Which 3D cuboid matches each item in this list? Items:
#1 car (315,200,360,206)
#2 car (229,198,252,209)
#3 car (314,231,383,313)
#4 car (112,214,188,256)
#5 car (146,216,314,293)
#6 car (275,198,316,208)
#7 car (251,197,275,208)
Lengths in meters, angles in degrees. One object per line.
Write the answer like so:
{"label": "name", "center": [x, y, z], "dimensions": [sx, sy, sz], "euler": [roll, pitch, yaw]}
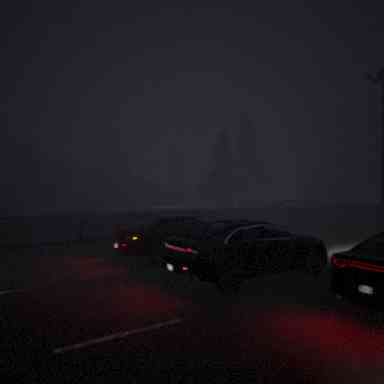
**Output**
{"label": "car", "center": [14.538, 1.552, 31.798], "dimensions": [4.718, 1.301, 1.895], "euler": [0, 0, -23]}
{"label": "car", "center": [6.801, 1.405, 39.772], "dimensions": [5.008, 1.535, 1.882], "euler": [0, 0, -25]}
{"label": "car", "center": [4.990, 1.468, 6.841], "dimensions": [5.008, 1.535, 1.882], "euler": [0, 0, -32]}
{"label": "car", "center": [-0.452, 1.501, 11.689], "dimensions": [4.674, 1.442, 1.812], "euler": [0, 0, -33]}
{"label": "car", "center": [1.532, 1.475, 8.804], "dimensions": [4.902, 1.511, 2.128], "euler": [0, 0, -33]}
{"label": "car", "center": [11.399, 1.421, 34.184], "dimensions": [5.008, 1.535, 1.882], "euler": [0, 0, -24]}
{"label": "car", "center": [9.374, 1.461, 37.115], "dimensions": [4.674, 1.442, 1.812], "euler": [0, 0, -24]}
